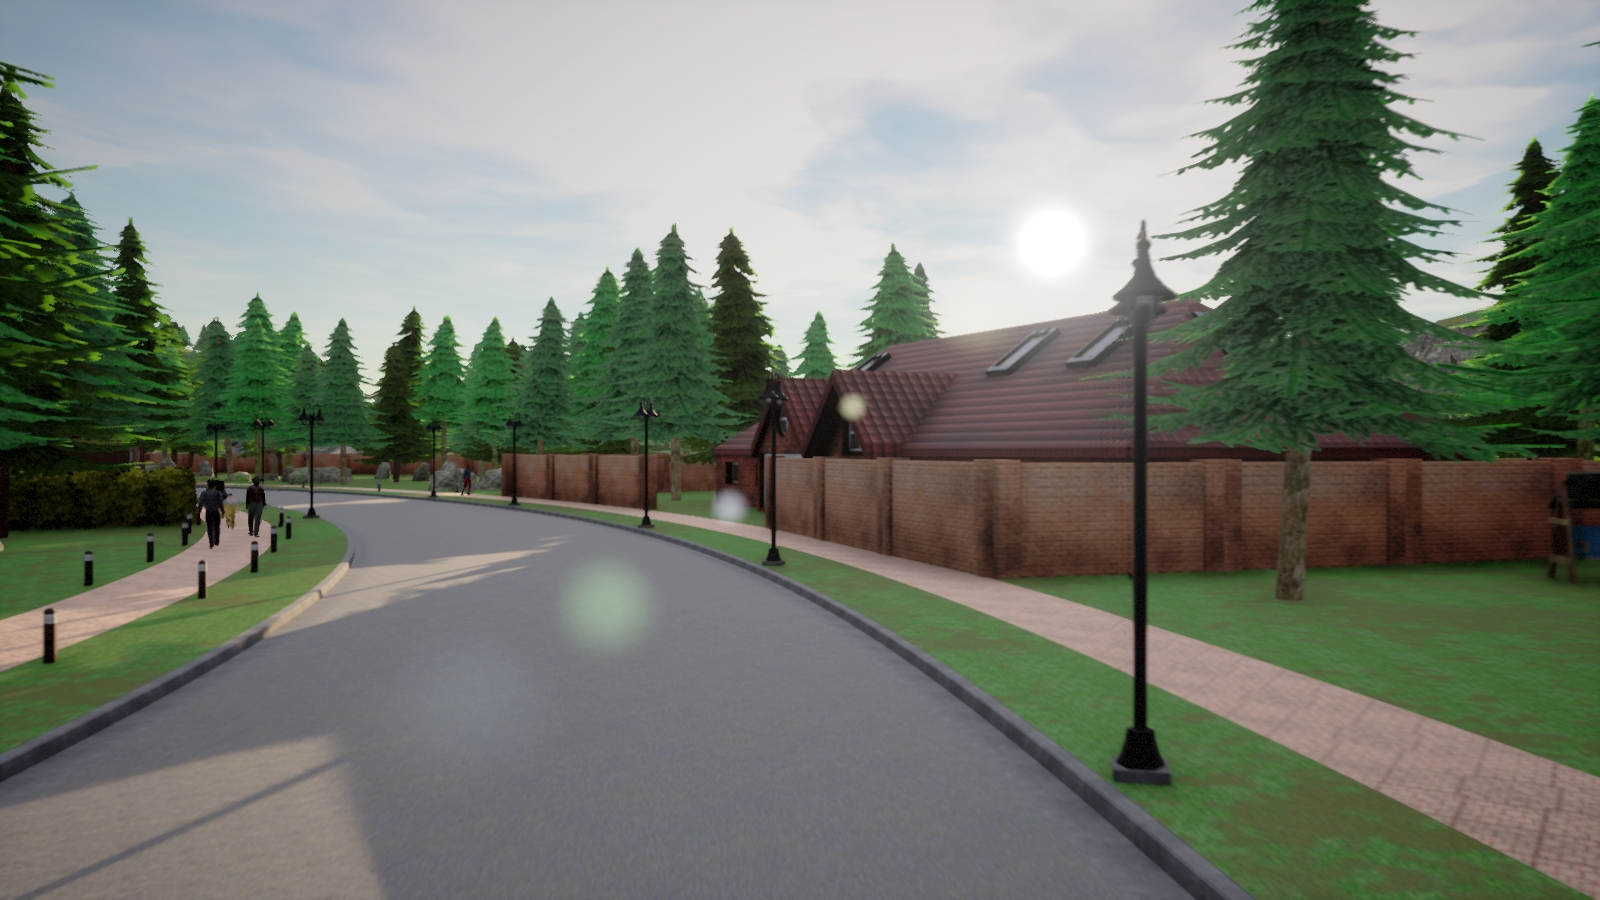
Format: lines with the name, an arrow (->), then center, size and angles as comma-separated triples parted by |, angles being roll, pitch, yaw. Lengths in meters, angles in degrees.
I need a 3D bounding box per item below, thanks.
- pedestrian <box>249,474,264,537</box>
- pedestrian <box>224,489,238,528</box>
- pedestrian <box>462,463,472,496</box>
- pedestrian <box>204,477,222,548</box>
pedestrian -> -16.378, 1.667, 34.408 | 0.375, 1.860, 0.375 | 0, 0, -29
pedestrian -> -19.034, 1.947, 38.211 | 0.375, 1.300, 0.375 | 0, 0, -22
pedestrian -> -19.098, 1.672, 65.525 | 0.375, 1.860, 0.375 | 0, 0, 39
pedestrian -> -15.676, 1.666, 30.509 | 0.375, 1.860, 0.375 | 0, 0, -20
